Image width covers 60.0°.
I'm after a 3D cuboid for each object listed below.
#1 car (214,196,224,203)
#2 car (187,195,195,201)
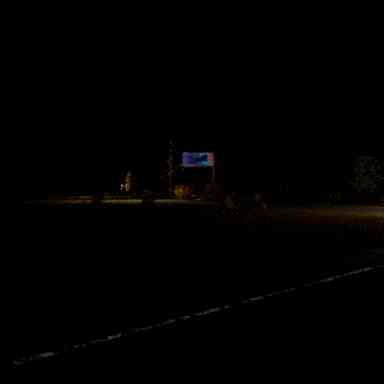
[{"bbox_3d":[4.717,1.408,67.155,2.033,1.411,5.357,0,0,-33],"label":"car"},{"bbox_3d":[0.721,1.258,73.065,2.128,1.511,4.902,0,0,-34],"label":"car"}]
